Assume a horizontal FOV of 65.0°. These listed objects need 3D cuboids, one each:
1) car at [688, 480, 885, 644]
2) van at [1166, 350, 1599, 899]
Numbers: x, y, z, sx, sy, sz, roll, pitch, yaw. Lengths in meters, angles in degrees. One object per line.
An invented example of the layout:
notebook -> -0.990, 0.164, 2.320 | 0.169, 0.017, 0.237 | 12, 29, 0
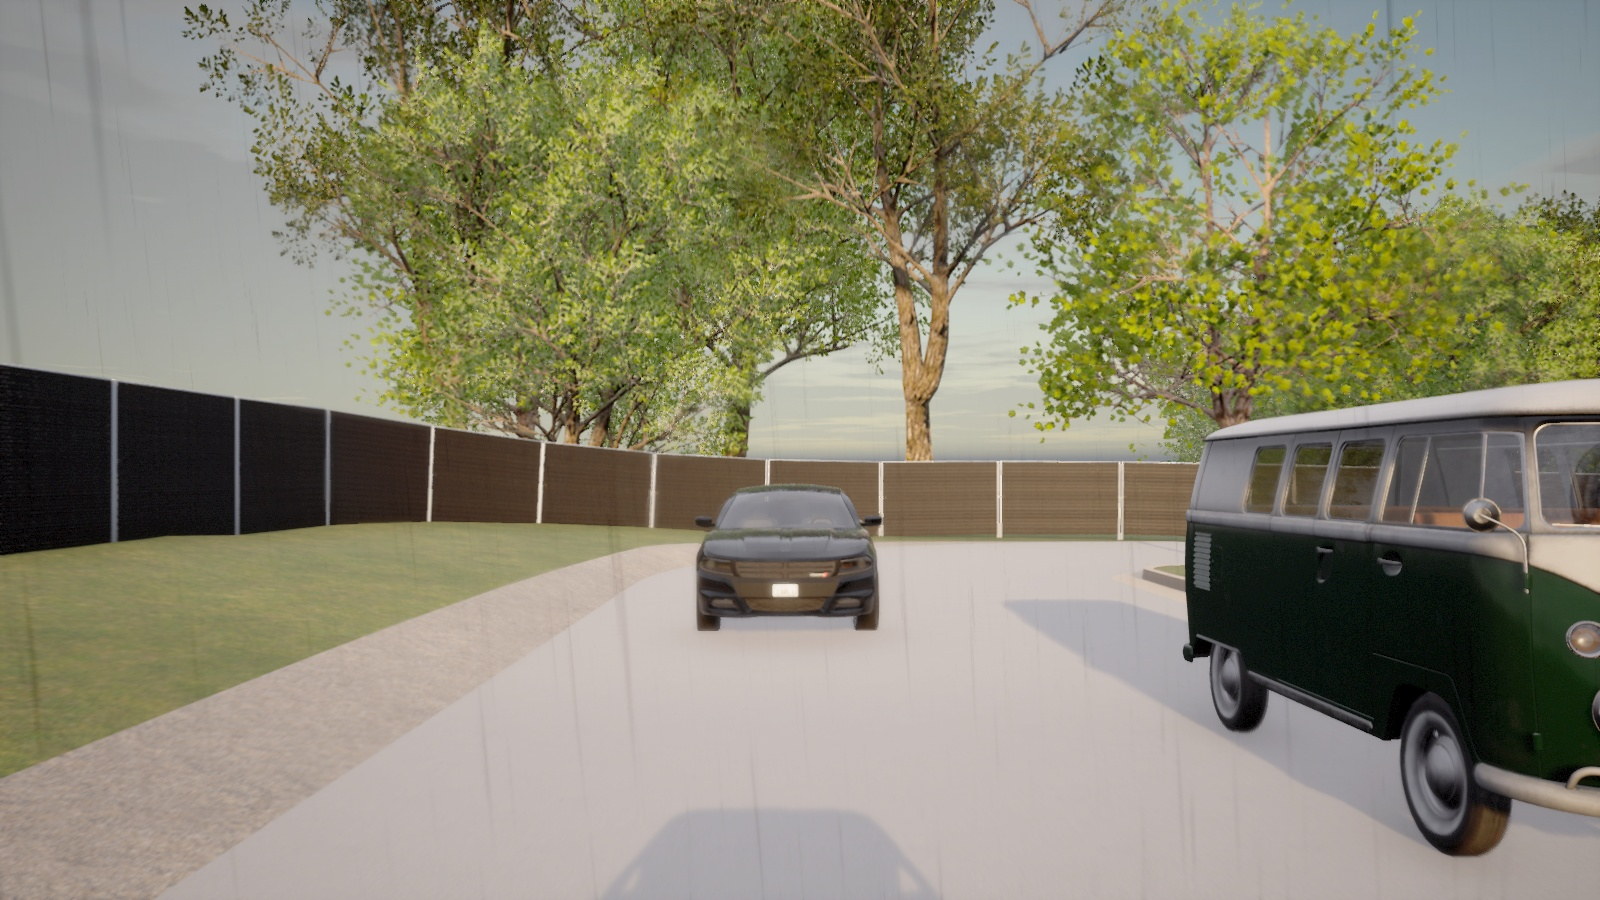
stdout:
car -> -0.115, 1.136, 14.569 | 1.882, 1.535, 5.008 | -1, -1, 0
van -> 3.454, 0.697, 6.517 | 1.775, 1.987, 4.442 | 0, -1, 0
